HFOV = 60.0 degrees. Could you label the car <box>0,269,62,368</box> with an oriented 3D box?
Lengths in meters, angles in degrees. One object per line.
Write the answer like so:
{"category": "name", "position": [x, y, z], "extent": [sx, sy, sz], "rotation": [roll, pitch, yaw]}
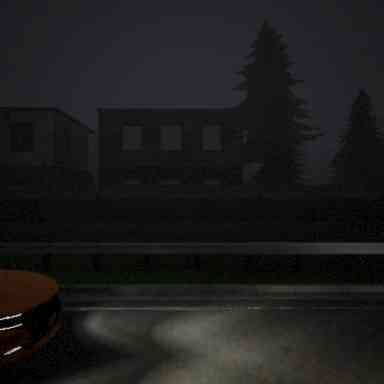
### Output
{"category": "car", "position": [-4.414, 1.478, 4.546], "extent": [5.008, 1.535, 1.882], "rotation": [0, 0, 0]}
